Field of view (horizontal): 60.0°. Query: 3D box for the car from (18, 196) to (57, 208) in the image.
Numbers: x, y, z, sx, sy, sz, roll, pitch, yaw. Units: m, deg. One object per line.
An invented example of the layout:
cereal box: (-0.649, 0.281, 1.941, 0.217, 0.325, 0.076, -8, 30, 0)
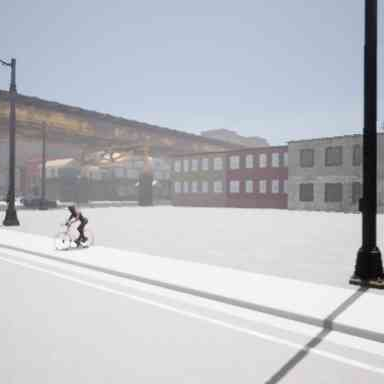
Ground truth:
car: (-21.538, 1.539, 47.326, 1.812, 1.442, 4.674, 0, 0, 35)

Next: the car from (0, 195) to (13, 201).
car: (-45.235, 1.378, 78.449, 4.974, 1.542, 2.038, 1, 0, 5)

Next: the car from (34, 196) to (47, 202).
car: (-29.083, 1.311, 63.857, 1.853, 1.218, 4.536, 1, 0, -20)

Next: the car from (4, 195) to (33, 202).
car: (-32.700, 1.271, 62.781, 4.536, 1.218, 1.853, 1, 0, 10)

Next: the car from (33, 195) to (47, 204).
car: (-29.066, 1.469, 63.808, 2.038, 1.542, 4.974, 1, 0, -20)

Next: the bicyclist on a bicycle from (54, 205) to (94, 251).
bicyclist on a bicycle: (-4.317, 1.322, 12.304, 0.582, 1.620, 1.656, 0, 0, 38)

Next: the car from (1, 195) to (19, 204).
car: (-32.650, 1.429, 62.772, 4.974, 1.542, 2.038, 1, 0, 10)
